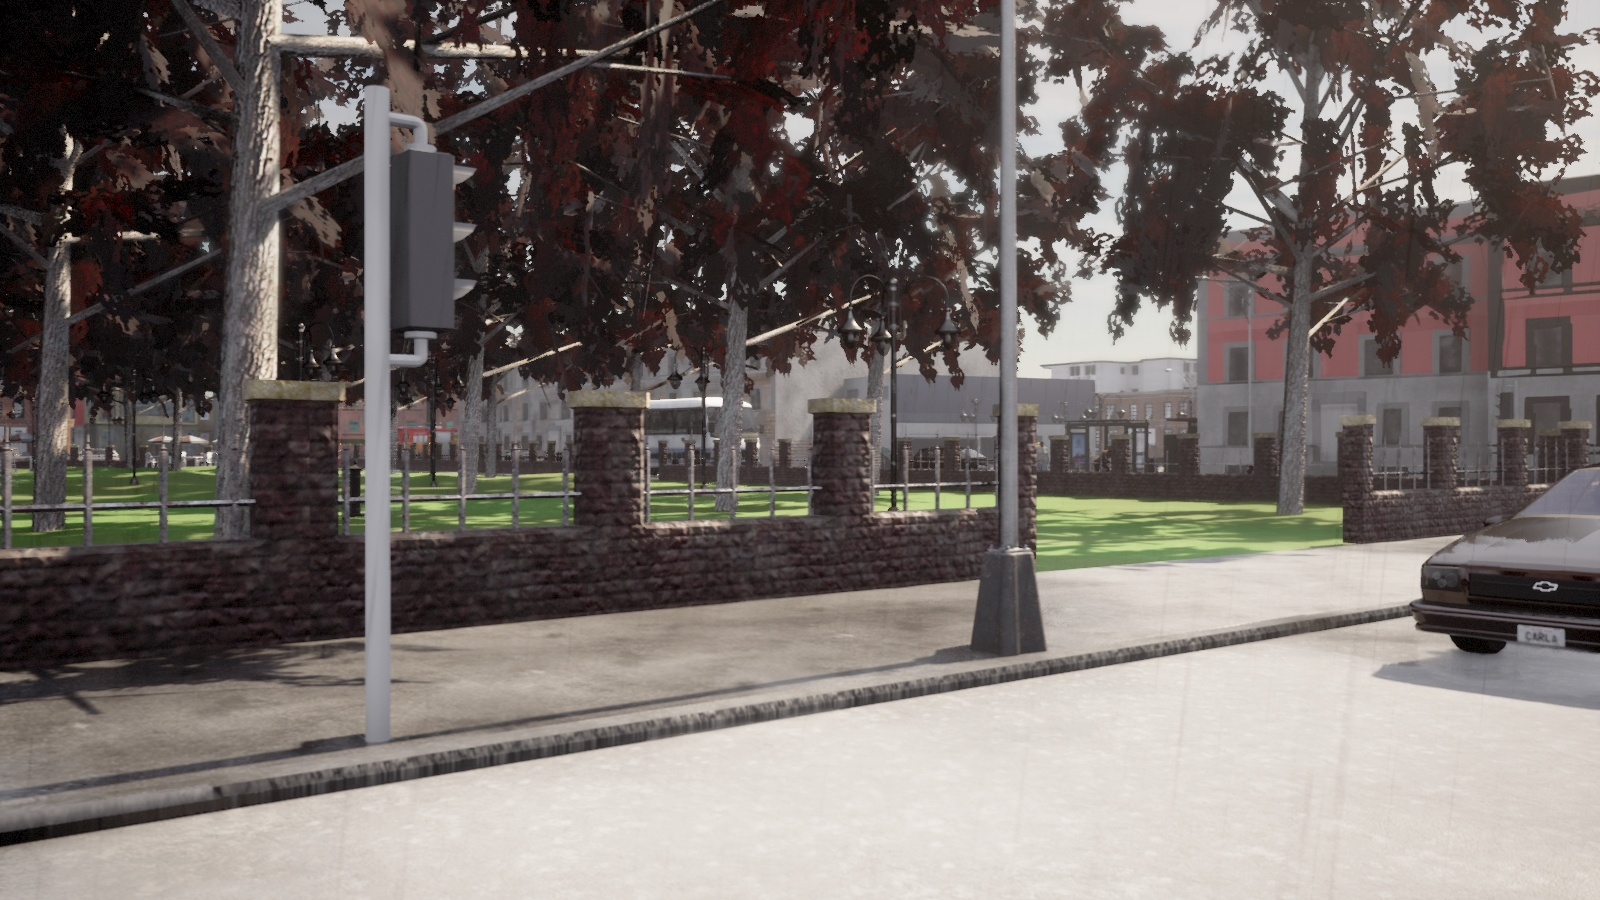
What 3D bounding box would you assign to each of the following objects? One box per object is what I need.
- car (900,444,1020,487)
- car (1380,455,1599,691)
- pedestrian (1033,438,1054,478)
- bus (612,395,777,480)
[{"bbox_3d":[6.507,0.615,51.577,2.033,1.649,4.856,0,0,-37],"label":"car"},{"bbox_3d":[6.738,0.751,9.610,5.357,1.411,2.033,0,0,-39],"label":"car"},{"bbox_3d":[11.210,0.365,57.835,0.874,1.855,0.900,0,0,9],"label":"pedestrian"},{"bbox_3d":[-5.863,-0.630,67.797,3.944,4.253,10.273,0,0,-37],"label":"bus"}]
